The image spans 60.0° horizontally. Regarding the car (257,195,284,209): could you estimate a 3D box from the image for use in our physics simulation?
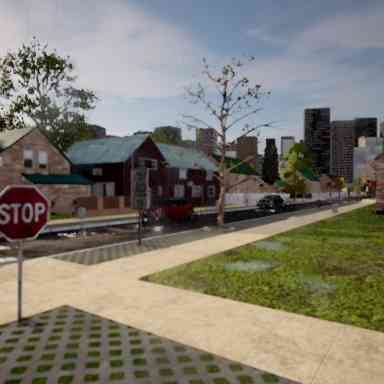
[{"bbox_3d":[9.544,1.118,40.284,2.097,1.767,4.553,1,1,34],"label":"car"}]

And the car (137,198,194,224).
[{"bbox_3d":[-1.760,1.224,23.465,2.097,1.767,4.553,1,1,34],"label":"car"}]
